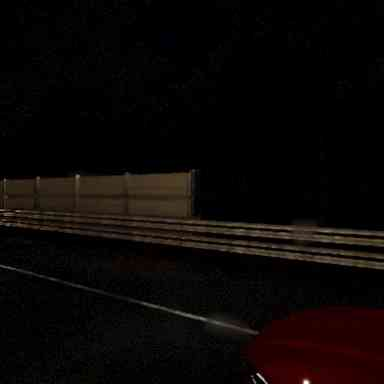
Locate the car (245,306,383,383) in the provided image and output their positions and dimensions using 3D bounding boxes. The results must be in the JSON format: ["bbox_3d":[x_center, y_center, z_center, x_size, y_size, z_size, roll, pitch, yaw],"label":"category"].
[{"bbox_3d":[2.745,1.477,2.034,5.008,1.535,1.882,0,0,35],"label":"car"}]
